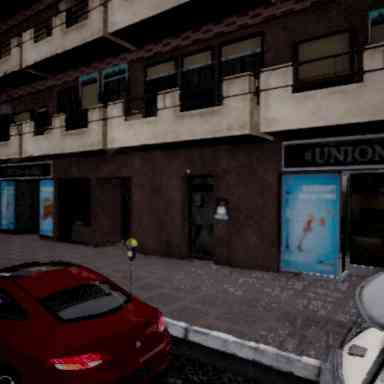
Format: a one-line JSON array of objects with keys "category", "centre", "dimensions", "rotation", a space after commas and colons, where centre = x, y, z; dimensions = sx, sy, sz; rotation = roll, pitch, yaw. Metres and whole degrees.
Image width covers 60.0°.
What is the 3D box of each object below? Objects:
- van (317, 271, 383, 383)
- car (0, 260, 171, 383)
[{"category": "van", "centre": [2.452, 1.336, 1.113], "dimensions": [3.998, 1.788, 1.690], "rotation": [0, 0, 36]}, {"category": "car", "centre": [-2.175, 1.597, 4.414], "dimensions": [4.206, 1.307, 1.802], "rotation": [0, 0, 36]}]
